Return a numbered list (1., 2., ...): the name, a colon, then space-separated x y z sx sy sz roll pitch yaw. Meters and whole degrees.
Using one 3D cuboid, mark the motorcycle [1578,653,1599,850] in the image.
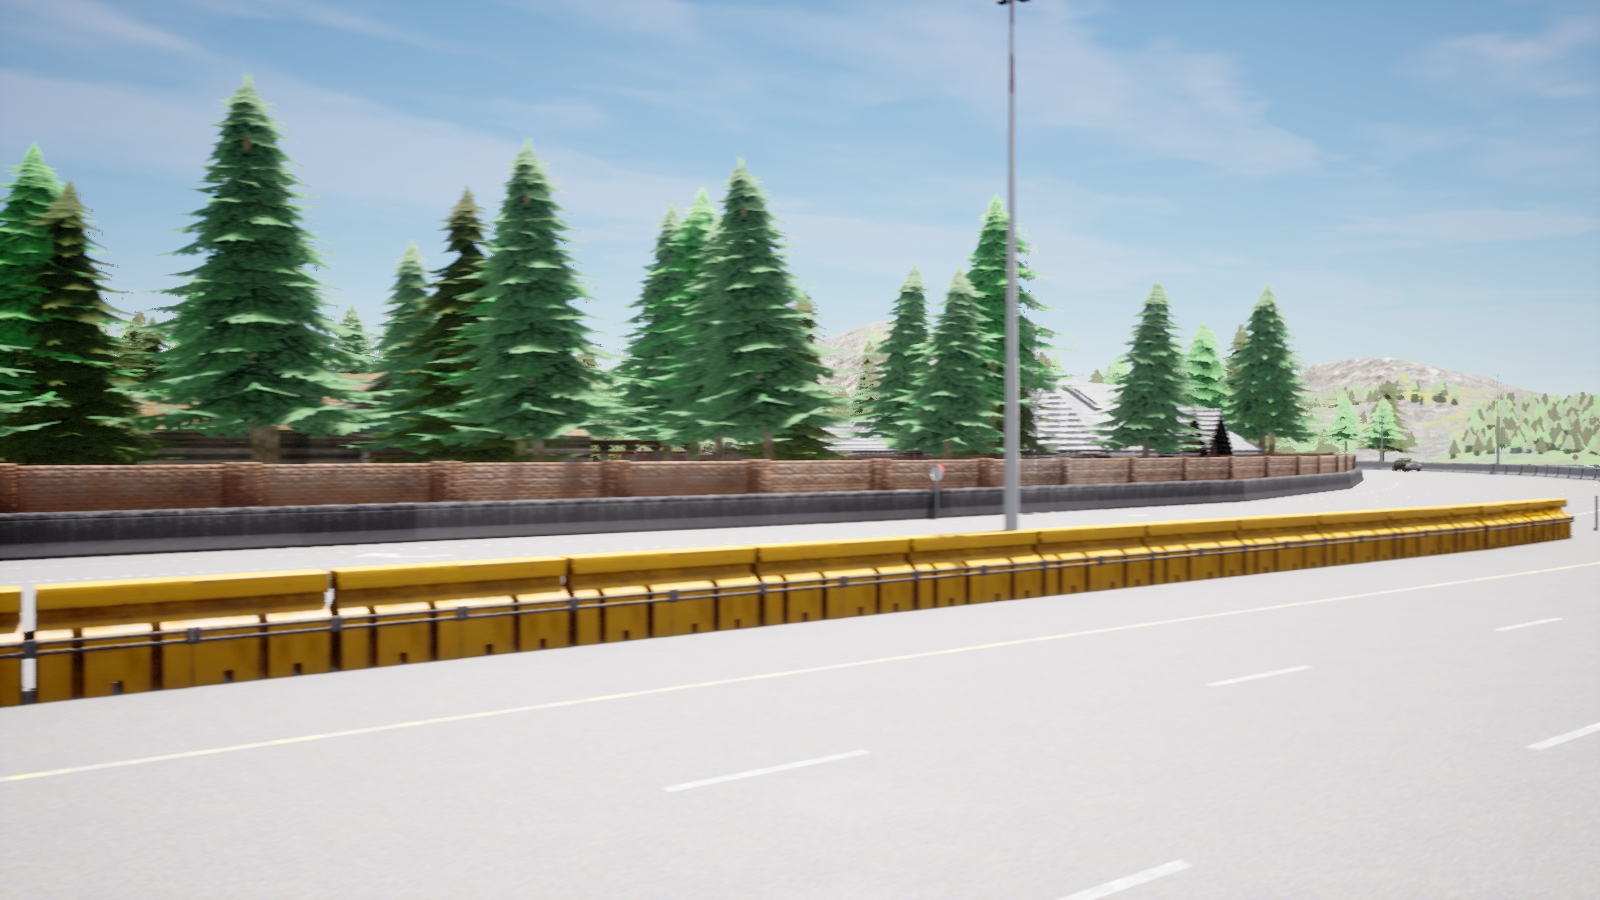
1. motorcycle: 6.711 2.146 8.480 2.356 1.325 0.764 0 0 -35
